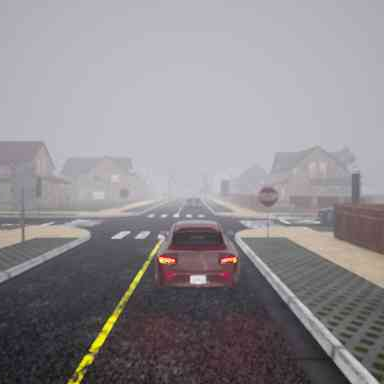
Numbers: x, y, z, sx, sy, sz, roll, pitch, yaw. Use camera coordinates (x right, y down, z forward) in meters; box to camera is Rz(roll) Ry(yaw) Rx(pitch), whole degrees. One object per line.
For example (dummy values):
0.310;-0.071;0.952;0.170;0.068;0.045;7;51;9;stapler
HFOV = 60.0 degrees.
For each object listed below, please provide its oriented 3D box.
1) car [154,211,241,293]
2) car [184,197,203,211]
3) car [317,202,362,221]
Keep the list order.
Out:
0.121;1.442;8.475;1.812;1.442;4.674;0;0;0;car
0.172;1.254;34.658;2.033;1.411;5.357;0;0;0;car
11.144;1.410;23.576;4.181;1.385;1.994;0;1;0;car
